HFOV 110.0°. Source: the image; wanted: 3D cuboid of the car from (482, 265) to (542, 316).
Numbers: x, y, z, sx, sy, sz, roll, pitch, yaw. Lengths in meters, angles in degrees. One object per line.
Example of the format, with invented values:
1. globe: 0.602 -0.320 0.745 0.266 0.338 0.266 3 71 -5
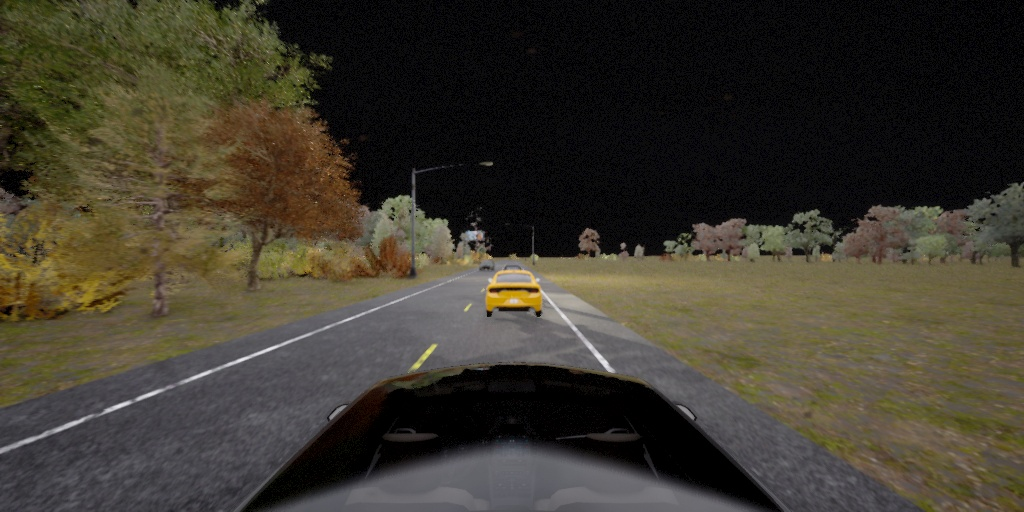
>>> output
1. car: 0.072 1.276 13.713 1.882 1.535 5.008 0 0 0

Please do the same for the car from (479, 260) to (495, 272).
1. car: -3.587 1.307 52.079 2.097 1.767 4.553 0 0 0
